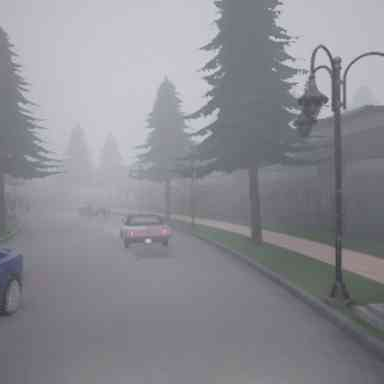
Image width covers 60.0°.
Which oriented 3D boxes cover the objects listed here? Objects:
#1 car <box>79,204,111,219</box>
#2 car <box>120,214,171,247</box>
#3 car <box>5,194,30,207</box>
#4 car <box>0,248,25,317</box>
[{"bbox_3d":[-9.159,1.731,30.988,1.895,1.301,4.718,0,0,-32],"label":"car"},{"bbox_3d":[-2.302,1.651,15.324,1.895,1.301,4.718,0,0,-15],"label":"car"},{"bbox_3d":[-22.185,1.182,41.866,2.150,2.045,5.566,0,0,-42],"label":"car"},{"bbox_3d":[-4.077,1.515,4.631,1.882,1.535,5.008,0,0,-6],"label":"car"}]
